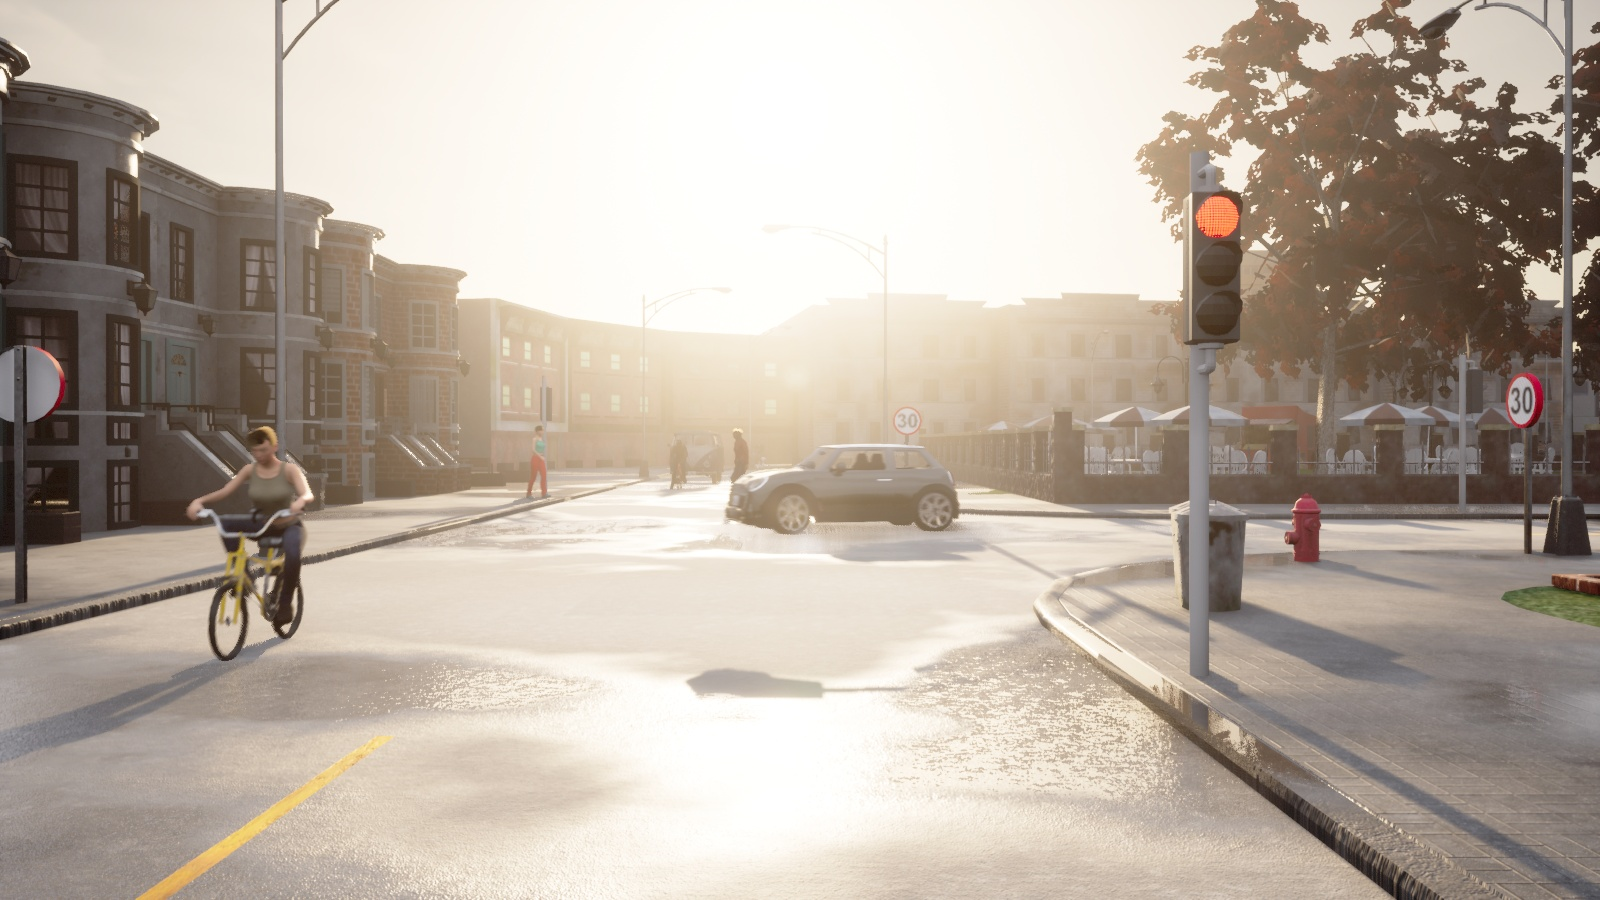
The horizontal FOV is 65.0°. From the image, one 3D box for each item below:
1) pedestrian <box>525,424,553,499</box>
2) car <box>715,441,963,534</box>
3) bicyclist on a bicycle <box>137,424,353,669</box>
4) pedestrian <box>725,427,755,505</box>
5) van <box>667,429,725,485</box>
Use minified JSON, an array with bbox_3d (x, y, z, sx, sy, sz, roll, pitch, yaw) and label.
[{"bbox_3d":[-6.467,0.275,31.116,0.594,1.836,0.345,0,0,26],"label":"pedestrian"},{"bbox_3d":[0.626,0.591,21.430,3.806,1.475,1.970,0,0,-17],"label":"car"},{"bbox_3d":[-3.927,0.629,9.030,0.866,1.612,1.509,0,0,1],"label":"bicyclist on a bicycle"},{"bbox_3d":[-1.425,0.373,29.714,0.636,1.846,0.331,0,0,-21],"label":"pedestrian"},{"bbox_3d":[-3.846,0.230,47.095,1.775,1.987,4.442,0,0,0],"label":"van"}]
